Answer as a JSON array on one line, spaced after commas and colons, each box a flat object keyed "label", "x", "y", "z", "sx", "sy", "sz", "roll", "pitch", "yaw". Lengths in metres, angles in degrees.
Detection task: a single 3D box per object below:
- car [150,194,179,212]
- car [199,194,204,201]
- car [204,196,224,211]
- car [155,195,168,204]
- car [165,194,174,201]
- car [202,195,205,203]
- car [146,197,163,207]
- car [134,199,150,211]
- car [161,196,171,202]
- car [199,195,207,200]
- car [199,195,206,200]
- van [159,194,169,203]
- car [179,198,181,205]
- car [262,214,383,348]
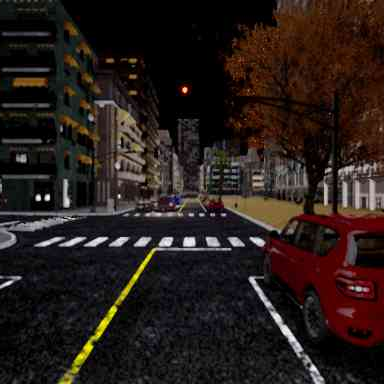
[{"label": "car", "x": -2.970, "y": 1.292, "z": 37.006, "sx": 2.097, "sy": 1.767, "sz": 4.553, "roll": 0, "pitch": 0, "yaw": 2}, {"label": "car", "x": 2.826, "y": 1.508, "z": 66.276, "sx": 1.802, "sy": 1.307, "sz": 4.206, "roll": 0, "pitch": 0, "yaw": 0}, {"label": "car", "x": 2.770, "y": 1.489, "z": 38.613, "sx": 1.887, "sy": 1.381, "sz": 4.507, "roll": 0, "pitch": 0, "yaw": 0}, {"label": "car", "x": -5.565, "y": 1.369, "z": 60.761, "sx": 1.967, "sy": 1.590, "sz": 4.097, "roll": 0, "pitch": 0, "yaw": 0}, {"label": "car", "x": -5.521, "y": 1.361, "z": 82.892, "sx": 1.967, "sy": 1.590, "sz": 4.097, "roll": 0, "pitch": 0, "yaw": 0}, {"label": "car", "x": 2.793, "y": 1.460, "z": 49.848, "sx": 1.752, "sy": 1.417, "sz": 4.829, "roll": 0, "pitch": 0, "yaw": 0}, {"label": "car", "x": -5.588, "y": 1.486, "z": 49.696, "sx": 2.008, "sy": 1.369, "sz": 4.403, "roll": 0, "pitch": 0, "yaw": 0}, {"label": "car", "x": -5.610, "y": 1.495, "z": 38.630, "sx": 2.008, "sy": 1.369, "sz": 4.403, "roll": 0, "pitch": 0, "yaw": 0}, {"label": "car", "x": -5.543, "y": 1.505, "z": 71.826, "sx": 1.802, "sy": 1.307, "sz": 4.206, "roll": 0, "pitch": 0, "yaw": 0}, {"label": "car", "x": 2.871, "y": 1.465, "z": 88.407, "sx": 1.887, "sy": 1.381, "sz": 4.507, "roll": 0, "pitch": 0, "yaw": 0}, {"label": "car", "x": 2.882, "y": 1.472, "z": 93.940, "sx": 2.008, "sy": 1.369, "sz": 4.403, "roll": 0, "pitch": 0, "yaw": 0}, {"label": "van", "x": -5.554, "y": 1.267, "z": 66.294, "sx": 1.690, "sy": 1.788, "sz": 3.998, "roll": 0, "pitch": 0, "yaw": 0}, {"label": "car", "x": -2.887, "y": 1.421, "z": 55.331, "sx": 1.882, "sy": 1.535, "sz": 5.008, "roll": 0, "pitch": 0, "yaw": 0}, {"label": "car", "x": 2.706, "y": 1.304, "z": 6.225, "sx": 2.192, "sy": 1.841, "sz": 5.009, "roll": 0, "pitch": 0, "yaw": 0}]
